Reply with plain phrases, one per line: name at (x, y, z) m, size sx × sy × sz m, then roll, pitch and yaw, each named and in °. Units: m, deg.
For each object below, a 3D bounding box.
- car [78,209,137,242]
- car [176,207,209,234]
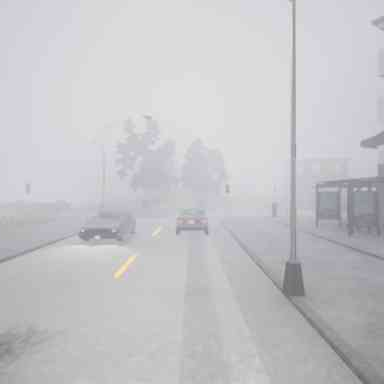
car at (-4.009, 1.557, 16.824) m, size 2.033 × 1.411 × 5.357 m, roll 0°, pitch 0°, yaw 0°
car at (0.035, 1.559, 19.292) m, size 2.033 × 1.411 × 5.357 m, roll 0°, pitch 0°, yaw 1°
